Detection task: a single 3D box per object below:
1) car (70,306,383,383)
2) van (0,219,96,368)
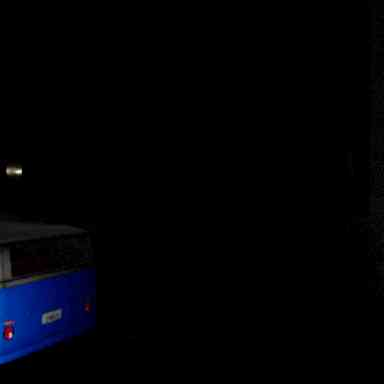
[{"bbox_3d":[1.342,1.582,2.005,4.206,1.307,1.802,0,0,35],"label":"car"},{"bbox_3d":[-3.282,1.341,5.300,3.998,1.788,1.690,0,0,35],"label":"van"}]
